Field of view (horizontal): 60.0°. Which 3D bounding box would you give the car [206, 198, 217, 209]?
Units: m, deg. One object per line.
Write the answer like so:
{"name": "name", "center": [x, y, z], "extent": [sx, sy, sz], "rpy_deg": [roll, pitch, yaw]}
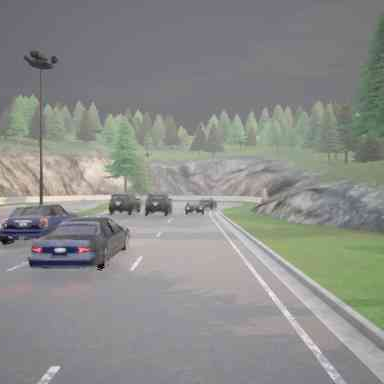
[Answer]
{"name": "car", "center": [2.157, 1.492, 44.331], "extent": [2.128, 1.511, 4.902], "rpy_deg": [0, 0, 14]}

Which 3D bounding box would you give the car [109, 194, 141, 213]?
{"name": "car", "center": [-6.699, 1.220, 33.748], "extent": [2.150, 2.045, 5.566], "rpy_deg": [0, 0, 4]}

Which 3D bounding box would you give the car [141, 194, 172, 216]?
{"name": "car", "center": [-3.222, 1.222, 32.835], "extent": [2.150, 2.045, 5.566], "rpy_deg": [0, 0, 2]}

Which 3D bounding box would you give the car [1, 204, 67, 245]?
{"name": "car", "center": [-6.901, 1.352, 15.750], "extent": [2.097, 1.767, 4.553], "rpy_deg": [0, 0, 0]}

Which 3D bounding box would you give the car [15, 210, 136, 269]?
{"name": "car", "center": [-3.400, 1.547, 11.080], "extent": [2.033, 1.411, 5.357], "rpy_deg": [0, 0, 0]}

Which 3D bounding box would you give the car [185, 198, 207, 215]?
{"name": "car", "center": [0.330, 1.601, 34.261], "extent": [1.895, 1.301, 4.718], "rpy_deg": [0, 0, 2]}
